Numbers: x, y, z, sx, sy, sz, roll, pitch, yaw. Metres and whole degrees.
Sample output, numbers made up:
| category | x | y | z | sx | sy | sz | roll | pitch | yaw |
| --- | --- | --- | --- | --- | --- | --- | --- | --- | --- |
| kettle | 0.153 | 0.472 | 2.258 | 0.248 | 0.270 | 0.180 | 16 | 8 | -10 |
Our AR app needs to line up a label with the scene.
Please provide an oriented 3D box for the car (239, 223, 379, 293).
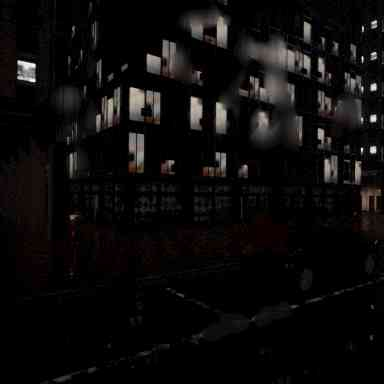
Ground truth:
| category | x | y | z | sx | sy | sz | roll | pitch | yaw |
| --- | --- | --- | --- | --- | --- | --- | --- | --- | --- |
| car | 3.227 | 1.546 | 8.853 | 4.507 | 1.381 | 1.887 | 0 | 1 | -36 |
